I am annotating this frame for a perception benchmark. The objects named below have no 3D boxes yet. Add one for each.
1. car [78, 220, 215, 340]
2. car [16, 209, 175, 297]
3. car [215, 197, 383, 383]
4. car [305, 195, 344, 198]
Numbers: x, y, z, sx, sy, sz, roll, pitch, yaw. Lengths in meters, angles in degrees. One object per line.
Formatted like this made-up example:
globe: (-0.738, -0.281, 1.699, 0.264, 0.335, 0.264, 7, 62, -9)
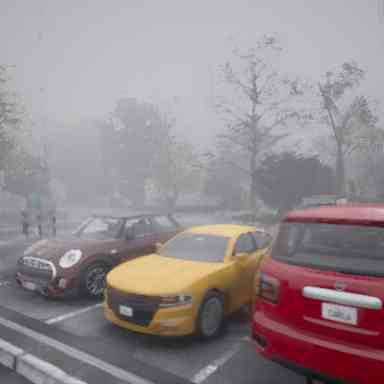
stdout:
car: (0.473, 1.452, 6.871, 2.097, 1.535, 5.008, 0, 0, 35)
car: (-1.999, 1.328, 8.633, 2.185, 1.767, 4.553, 0, 0, 35)
car: (2.878, 1.200, 5.218, 2.435, 2.045, 5.566, 0, 0, 35)
car: (6.777, 1.203, 17.393, 2.435, 2.045, 5.566, 0, 0, 35)
